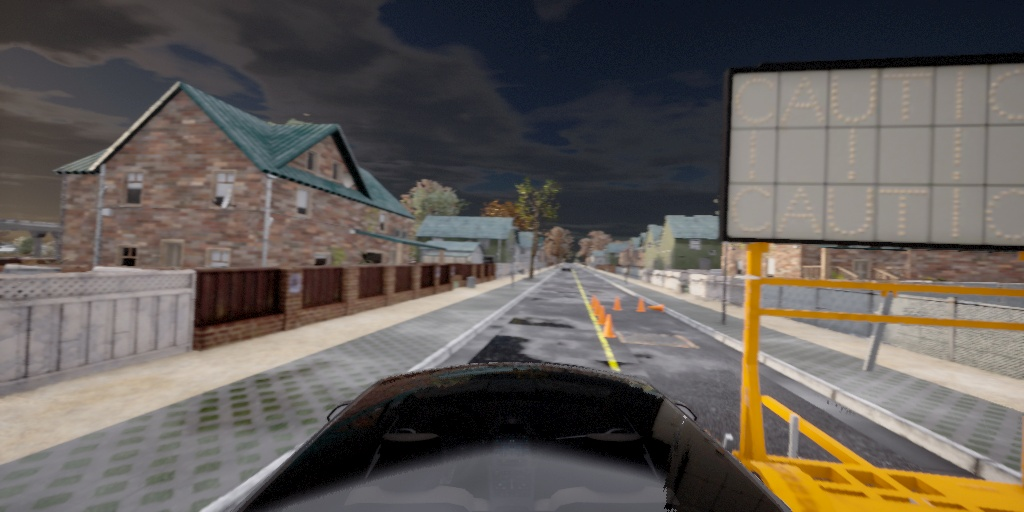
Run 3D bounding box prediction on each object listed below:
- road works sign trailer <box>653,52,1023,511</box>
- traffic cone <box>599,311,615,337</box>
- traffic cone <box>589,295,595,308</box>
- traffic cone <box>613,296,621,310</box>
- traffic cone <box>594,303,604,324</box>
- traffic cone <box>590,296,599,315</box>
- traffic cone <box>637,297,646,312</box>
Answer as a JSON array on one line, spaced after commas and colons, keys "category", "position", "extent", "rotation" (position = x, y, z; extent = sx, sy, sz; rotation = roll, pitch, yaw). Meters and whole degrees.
[{"category": "road works sign trailer", "position": [2.696, 0.340, 2.752], "extent": [2.380, 3.560, 2.880], "rotation": [0, 0, 9]}, {"category": "traffic cone", "position": [2.644, 1.901, 9.849], "extent": [0.340, 0.580, 0.340], "rotation": [0, 0, 9]}, {"category": "traffic cone", "position": [3.587, 2.001, 15.774], "extent": [0.340, 0.580, 0.340], "rotation": [0, 0, 9]}, {"category": "traffic cone", "position": [4.574, 2.041, 15.616], "extent": [0.340, 0.580, 0.340], "rotation": [0, 0, 9]}, {"category": "traffic cone", "position": [2.958, 1.934, 11.824], "extent": [0.340, 0.580, 0.340], "rotation": [0, 0, 9]}, {"category": "traffic cone", "position": [3.273, 1.968, 13.799], "extent": [0.340, 0.580, 0.340], "rotation": [0, 0, 9]}, {"category": "traffic cone", "position": [5.560, 2.081, 15.459], "extent": [0.340, 0.580, 0.340], "rotation": [0, 0, 9]}]
